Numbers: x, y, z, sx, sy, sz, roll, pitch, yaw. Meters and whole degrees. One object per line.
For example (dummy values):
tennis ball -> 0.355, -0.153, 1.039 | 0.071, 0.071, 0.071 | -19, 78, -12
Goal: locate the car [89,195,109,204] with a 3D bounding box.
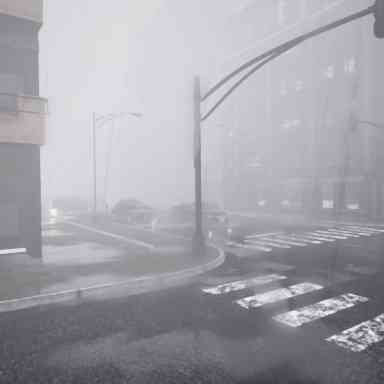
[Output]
car -> -15.574, 1.217, 55.315 | 1.752, 1.417, 4.829 | -1, 1, -35

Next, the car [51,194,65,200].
car -> -31.652, 1.124, 78.534 | 2.008, 1.369, 4.403 | -1, 1, -35

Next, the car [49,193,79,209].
car -> -15.894, 1.313, 41.059 | 1.967, 1.590, 4.097 | -1, 1, -35

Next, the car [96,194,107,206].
car -> -14.156, 1.112, 48.627 | 2.097, 1.767, 4.553 | -1, 1, -34

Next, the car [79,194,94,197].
car -> -15.161, 1.368, 44.611 | 2.033, 1.411, 5.357 | -1, 1, -34

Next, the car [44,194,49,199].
car -> -34.983, 1.075, 83.346 | 1.752, 1.417, 4.829 | -1, 1, -35

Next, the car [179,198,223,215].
car -> 0.782, 1.360, 31.879 | 1.887, 1.381, 4.507 | -1, 1, -35

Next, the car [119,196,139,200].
car -> -5.468, 1.374, 30.548 | 1.882, 1.535, 5.008 | -1, 1, -35

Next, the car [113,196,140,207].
car -> -9.104, 1.266, 45.971 | 1.752, 1.417, 4.829 | -1, 1, -35

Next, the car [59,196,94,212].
car -> -12.659, 1.448, 36.388 | 2.008, 1.369, 4.403 | -1, 1, -35

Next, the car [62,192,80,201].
car -> -25.184, 0.935, 69.188 | 2.192, 1.841, 5.009 | -1, 1, -35

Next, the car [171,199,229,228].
car -> 0.419, 1.434, 22.043 | 2.128, 1.511, 4.902 | -1, 1, -35

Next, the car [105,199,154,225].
car -> -4.390, 1.509, 24.221 | 1.887, 1.381, 4.507 | -1, 1, -35
